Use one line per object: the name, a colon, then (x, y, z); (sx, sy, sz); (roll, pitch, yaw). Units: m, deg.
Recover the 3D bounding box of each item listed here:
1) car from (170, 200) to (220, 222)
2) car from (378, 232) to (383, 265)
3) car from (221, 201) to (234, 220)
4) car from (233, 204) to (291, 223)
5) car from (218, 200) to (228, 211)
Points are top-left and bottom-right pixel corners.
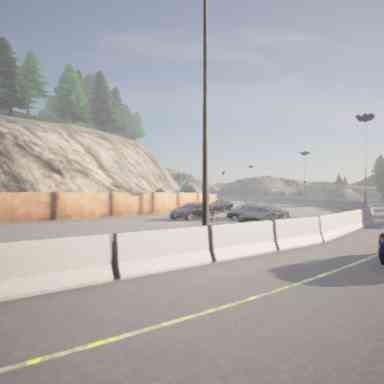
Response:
car: (0.086, 1.687, 28.831); (1.837, 1.490, 4.892); (0, 0, 38)
car: (7.710, 1.544, 10.871); (5.008, 1.535, 1.882); (0, 0, -45)
car: (5.036, 1.732, 29.540); (2.033, 1.411, 5.357); (0, 0, 35)
car: (5.439, 1.699, 24.253); (2.033, 1.411, 5.357); (0, 0, 38)
car: (3.696, 1.736, 41.123); (1.882, 1.535, 5.008); (0, 0, 26)
